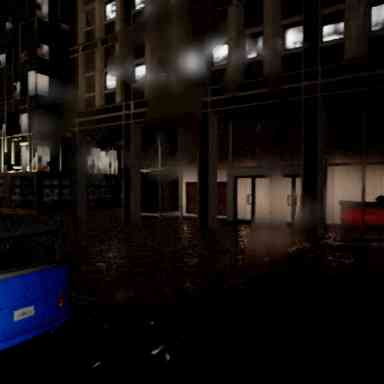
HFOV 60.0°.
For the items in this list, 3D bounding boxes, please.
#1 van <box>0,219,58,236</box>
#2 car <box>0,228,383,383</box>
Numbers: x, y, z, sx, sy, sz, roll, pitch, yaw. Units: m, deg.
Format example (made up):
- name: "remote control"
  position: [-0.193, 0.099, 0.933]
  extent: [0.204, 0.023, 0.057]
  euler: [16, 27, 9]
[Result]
- name: "van"
  position: [-3.700, 1.308, 5.237]
  extent: [3.998, 1.788, 1.690]
  euler: [0, 1, 33]
- name: "car"
  position: [1.090, 1.283, 2.178]
  extent: [5.009, 1.841, 2.192]
  euler: [0, 1, 33]
